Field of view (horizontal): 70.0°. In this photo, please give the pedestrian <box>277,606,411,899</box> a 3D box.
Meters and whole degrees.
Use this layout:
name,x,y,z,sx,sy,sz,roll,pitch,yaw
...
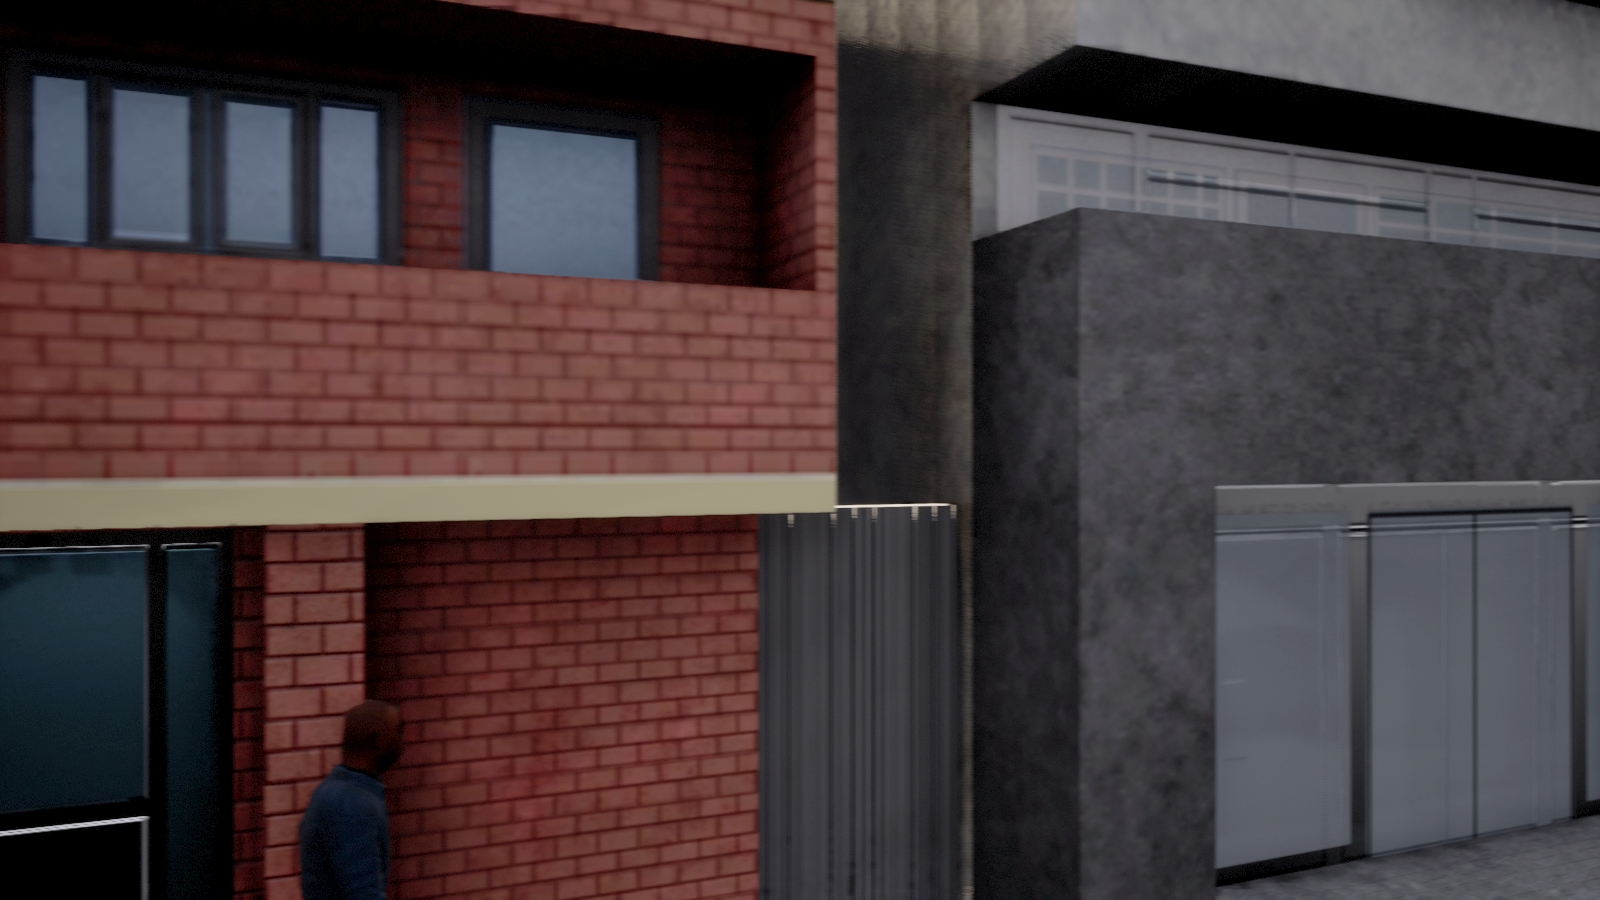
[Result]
name,x,y,z,sx,sy,sz,roll,pitch,yaw
pedestrian,-1.648,1.526,4.120,0.375,1.860,0.375,0,0,-34
